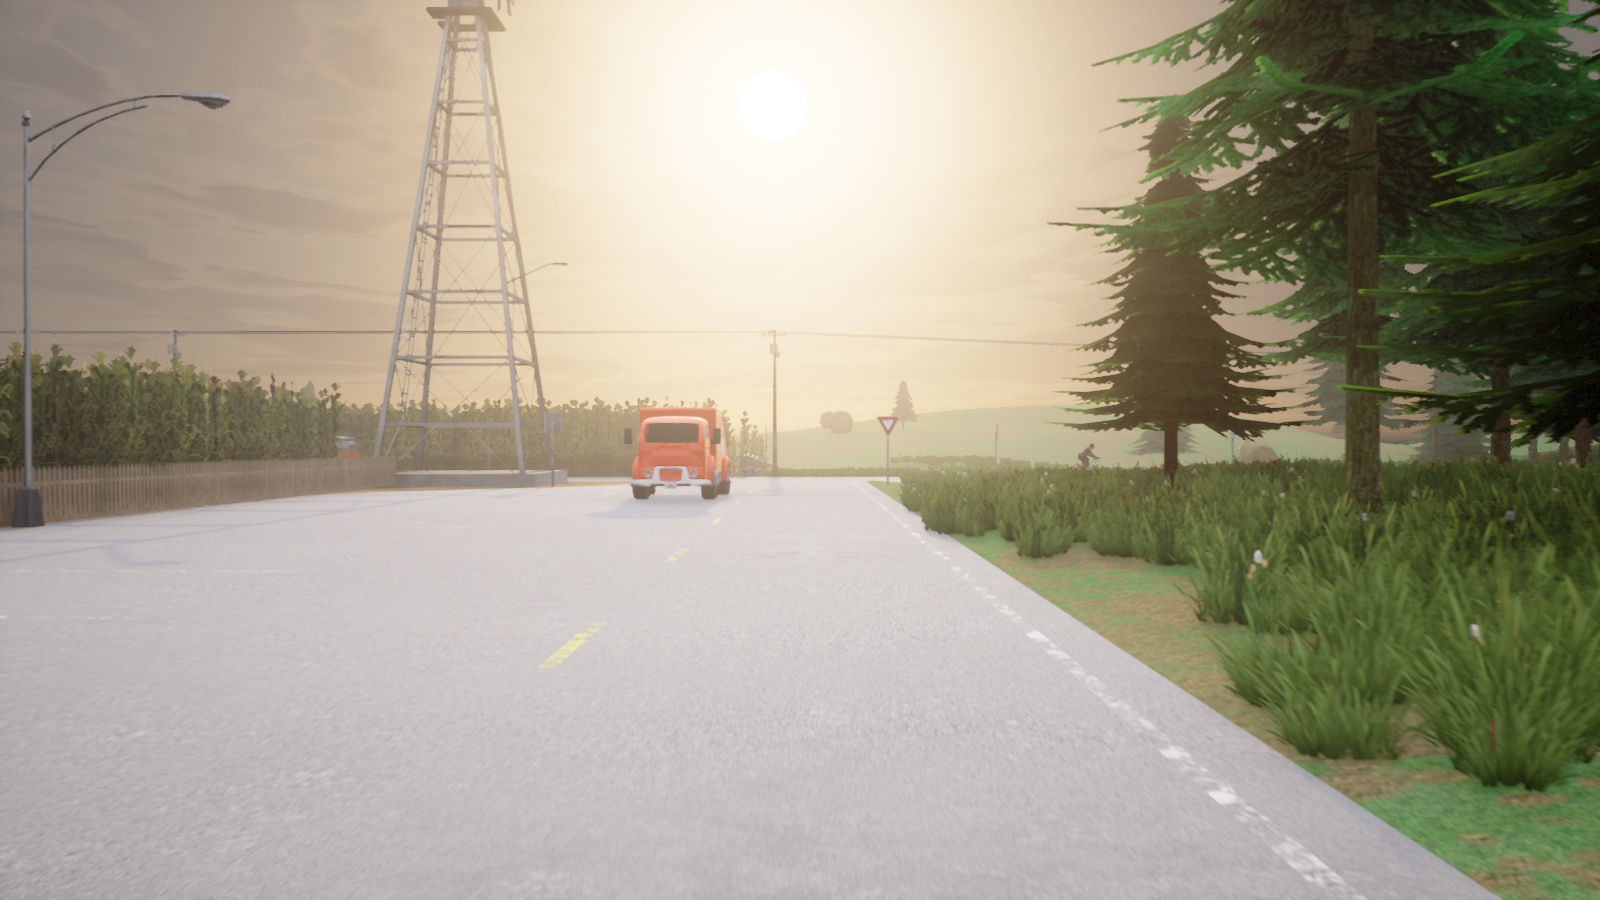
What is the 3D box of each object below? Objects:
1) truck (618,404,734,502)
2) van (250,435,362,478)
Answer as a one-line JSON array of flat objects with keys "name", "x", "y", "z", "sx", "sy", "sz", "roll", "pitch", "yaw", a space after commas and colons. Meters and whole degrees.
[{"name": "truck", "x": -3.287, "y": 0.061, "z": 34.413, "sx": 2.627, "sy": 2.467, "sz": 5.204, "roll": 0, "pitch": 0, "yaw": 0}, {"name": "van", "x": -22.723, "y": 0.292, "z": 57.825, "sx": 4.442, "sy": 1.987, "sz": 1.775, "roll": 0, "pitch": 0, "yaw": 0}]
